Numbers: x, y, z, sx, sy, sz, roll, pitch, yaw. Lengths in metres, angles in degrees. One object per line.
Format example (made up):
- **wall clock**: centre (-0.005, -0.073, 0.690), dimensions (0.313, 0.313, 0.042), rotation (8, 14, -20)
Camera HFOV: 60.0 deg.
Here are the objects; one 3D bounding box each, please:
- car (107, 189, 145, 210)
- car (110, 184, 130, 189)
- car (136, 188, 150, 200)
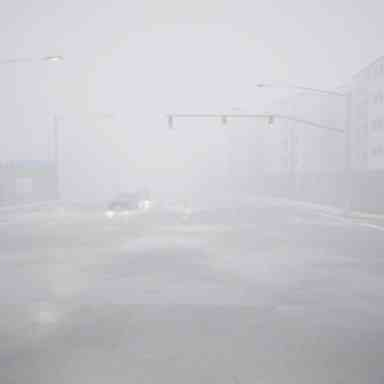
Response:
- **car**: centre (-5.698, 0.706, 28.347), dimensions (2.033, 1.411, 5.357), rotation (0, 2, 1)
- **car**: centre (-12.725, -0.462, 58.556), dimensions (2.150, 2.045, 5.566), rotation (-1, 2, -34)
- **car**: centre (-6.415, 0.204, 42.395), dimensions (2.128, 1.511, 4.902), rotation (0, 2, -11)
